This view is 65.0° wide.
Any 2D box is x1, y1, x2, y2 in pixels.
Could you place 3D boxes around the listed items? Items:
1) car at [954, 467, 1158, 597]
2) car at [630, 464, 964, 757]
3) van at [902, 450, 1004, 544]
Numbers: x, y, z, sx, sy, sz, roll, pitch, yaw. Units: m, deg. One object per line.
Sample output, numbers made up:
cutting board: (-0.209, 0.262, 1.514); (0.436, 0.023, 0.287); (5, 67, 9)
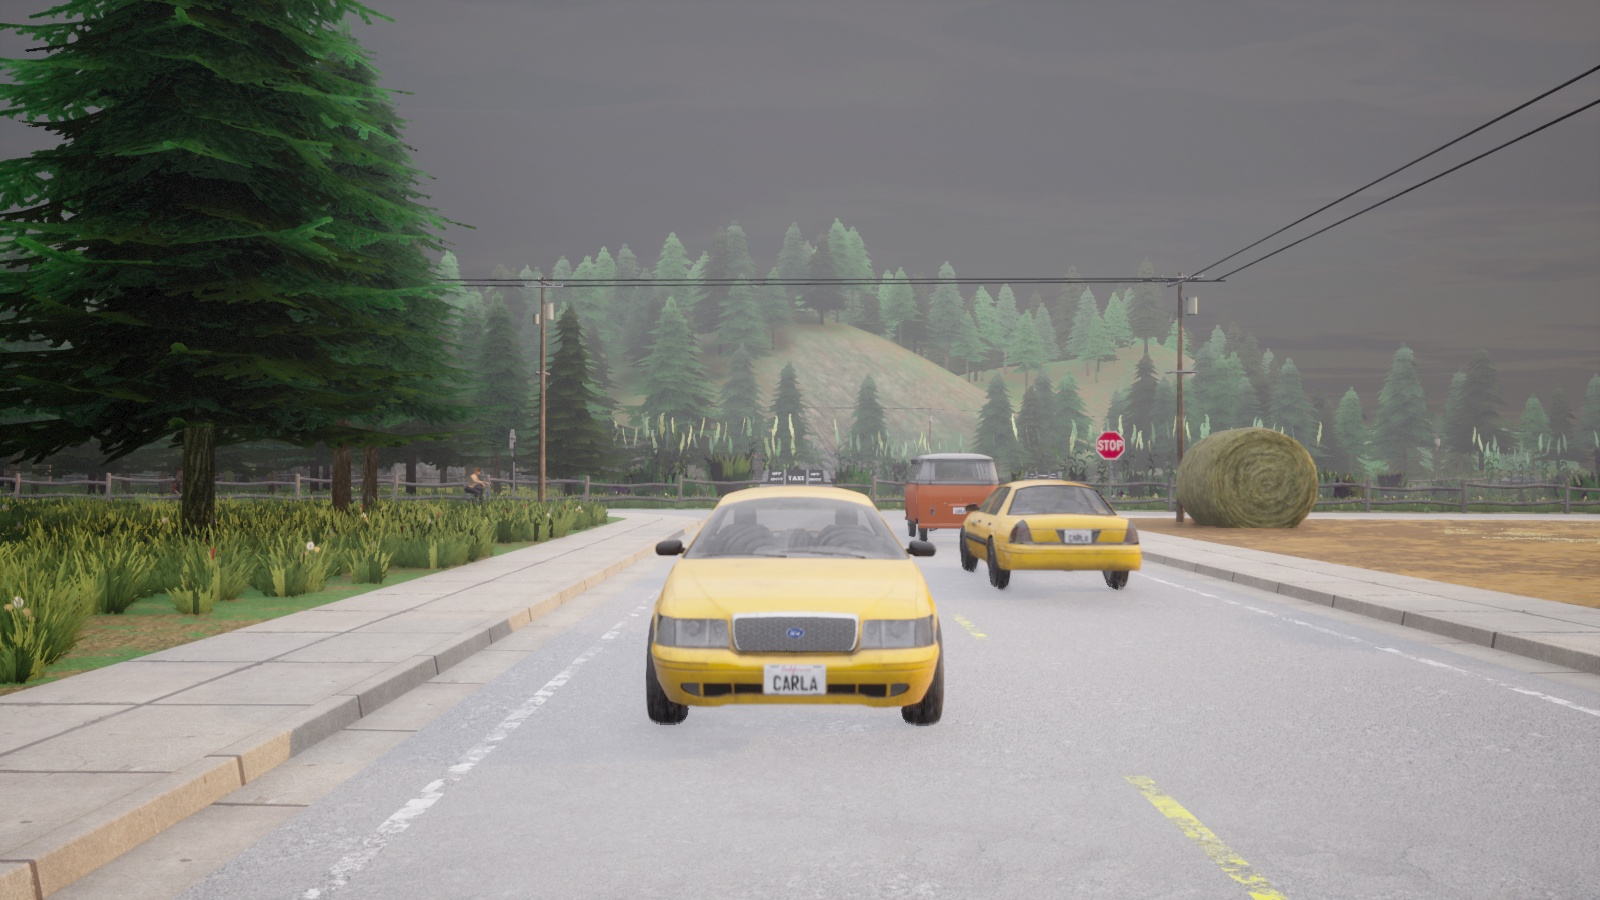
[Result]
car: (3.453, 1.042, 18.015); (1.801, 1.575, 5.366); (0, -1, 0)
car: (-0.025, 0.912, 9.470); (1.801, 1.575, 5.366); (0, -1, 0)
van: (3.424, 1.038, 28.899); (1.775, 1.987, 4.442); (0, -1, 0)
